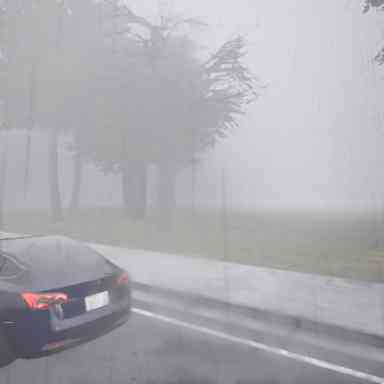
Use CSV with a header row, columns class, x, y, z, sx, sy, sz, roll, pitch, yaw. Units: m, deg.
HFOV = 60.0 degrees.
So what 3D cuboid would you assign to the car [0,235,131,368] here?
class,x,y,z,sx,sy,sz,roll,pitch,yaw
car,-3.170,1.507,5.823,4.792,1.488,2.163,0,0,35
